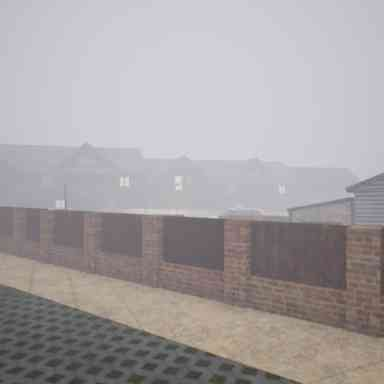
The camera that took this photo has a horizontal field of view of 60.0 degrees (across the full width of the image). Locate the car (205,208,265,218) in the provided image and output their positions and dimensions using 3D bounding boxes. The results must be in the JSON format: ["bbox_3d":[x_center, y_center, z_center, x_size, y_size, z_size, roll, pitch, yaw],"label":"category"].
[{"bbox_3d":[3.620,2.364,27.838,5.566,2.045,2.150,3,-2,-22],"label":"car"}]
